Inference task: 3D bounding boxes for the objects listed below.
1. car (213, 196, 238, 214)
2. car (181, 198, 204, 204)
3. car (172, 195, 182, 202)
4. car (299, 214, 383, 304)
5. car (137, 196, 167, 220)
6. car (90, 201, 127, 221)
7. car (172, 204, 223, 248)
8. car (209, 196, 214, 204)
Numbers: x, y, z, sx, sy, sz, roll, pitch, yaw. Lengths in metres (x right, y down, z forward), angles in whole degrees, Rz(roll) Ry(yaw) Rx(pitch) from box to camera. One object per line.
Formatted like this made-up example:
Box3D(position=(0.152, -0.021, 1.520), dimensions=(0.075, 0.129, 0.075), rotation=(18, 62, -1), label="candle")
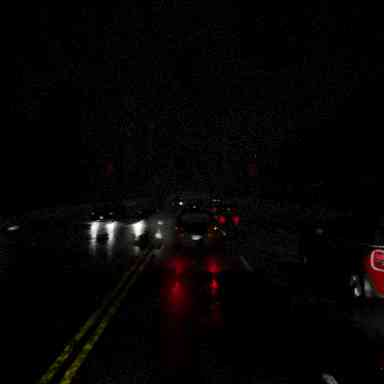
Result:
Box3D(position=(3.434, 1.422, 33.182), dimensions=(1.812, 1.442, 4.674), rotation=(0, 0, 0), label="car")
Box3D(position=(0.231, 1.441, 33.255), dimensions=(2.033, 1.411, 5.357), rotation=(0, 0, 0), label="car")
Box3D(position=(-2.981, 1.322, 68.641), dimensions=(1.882, 1.535, 5.008), rotation=(0, 0, 0), label="car")
Box3D(position=(4.252, 1.315, 8.191), dimensions=(2.097, 1.767, 4.553), rotation=(0, 0, 0), label="car")
Box3D(position=(-3.246, 1.385, 26.951), dimensions=(1.882, 1.535, 5.008), rotation=(0, 0, 0), label="car")
Box3D(position=(-6.501, 1.454, 26.576), dimensions=(2.033, 1.411, 5.357), rotation=(0, 0, 0), label="car")
Box3D(position=(0.151, 1.469, 14.361), dimensions=(1.812, 1.442, 4.674), rotation=(0, 0, 0), label="car")
Box3D(position=(3.463, 1.357, 46.940), dimensions=(2.128, 1.511, 4.902), rotation=(0, 0, 1), label="car")
